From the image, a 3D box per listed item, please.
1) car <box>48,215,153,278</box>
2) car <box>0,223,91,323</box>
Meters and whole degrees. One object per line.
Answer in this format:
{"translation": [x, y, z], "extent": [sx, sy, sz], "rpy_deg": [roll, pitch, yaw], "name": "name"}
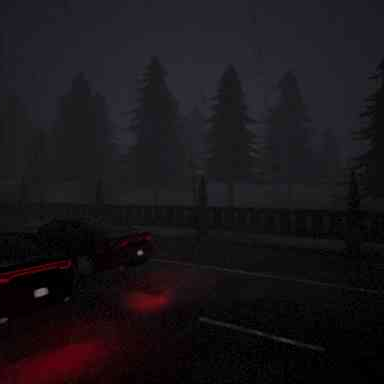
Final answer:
{"translation": [-3.501, 1.453, 10.085], "extent": [5.008, 1.535, 1.882], "rpy_deg": [0, 0, 31], "name": "car"}
{"translation": [-4.544, 1.463, 6.645], "extent": [5.008, 1.535, 1.882], "rpy_deg": [0, 0, 31], "name": "car"}
